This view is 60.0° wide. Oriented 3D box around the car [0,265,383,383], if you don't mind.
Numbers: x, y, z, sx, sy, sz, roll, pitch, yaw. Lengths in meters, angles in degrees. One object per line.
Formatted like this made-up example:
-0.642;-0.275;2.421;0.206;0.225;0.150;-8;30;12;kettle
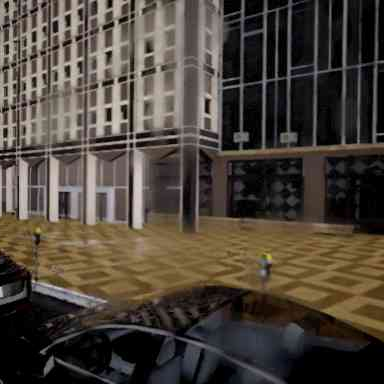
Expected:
-0.123;1.569;2.950;4.313;1.339;1.947;0;1;36;car

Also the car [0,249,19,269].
-4.702;1.582;6.217;4.313;1.339;1.947;0;1;36;car
